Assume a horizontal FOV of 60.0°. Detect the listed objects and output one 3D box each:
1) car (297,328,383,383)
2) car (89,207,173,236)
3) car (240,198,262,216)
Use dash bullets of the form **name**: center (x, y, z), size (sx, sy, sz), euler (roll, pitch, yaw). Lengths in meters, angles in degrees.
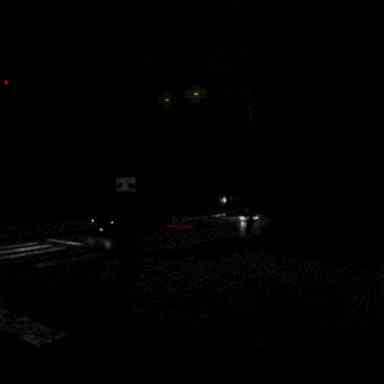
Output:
- **car**: center (2.725, 1.315, 0.864), size (5.009, 1.841, 2.192), euler (0, 0, 35)
- **car**: center (-3.197, 1.535, 18.182), size (1.895, 1.301, 4.718), euler (0, 0, 35)
- **car**: center (6.283, 1.356, 31.520), size (2.128, 1.511, 4.902), euler (0, 0, 35)
